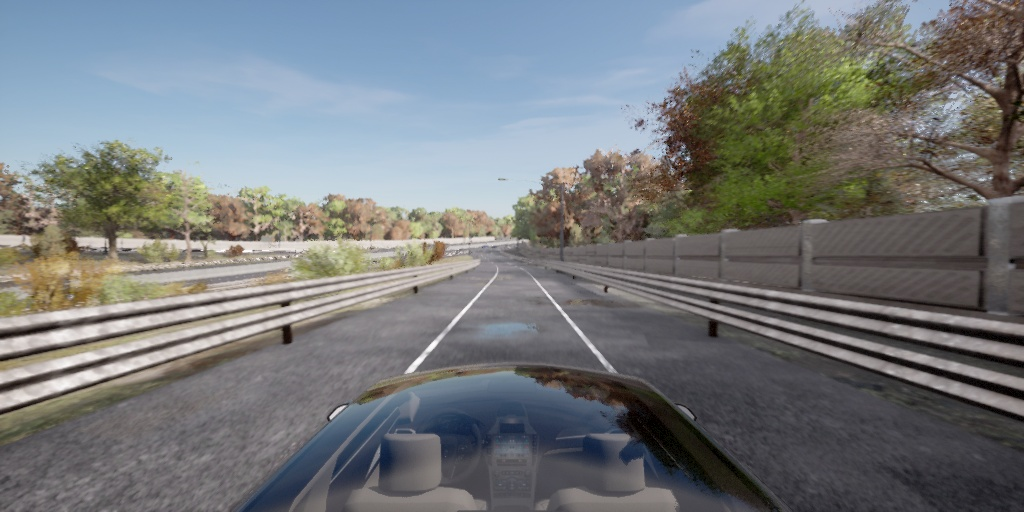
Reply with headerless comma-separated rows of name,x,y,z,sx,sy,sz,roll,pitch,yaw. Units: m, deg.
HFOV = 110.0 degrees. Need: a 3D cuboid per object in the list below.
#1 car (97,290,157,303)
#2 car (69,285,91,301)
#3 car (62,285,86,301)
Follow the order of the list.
car,-41.185,4.222,38.548,1.895,1.301,4.718,1,4,15
car,-44.588,4.111,39.343,1.994,1.385,4.181,1,4,15
car,-47.979,3.987,40.210,1.837,1.490,4.892,1,4,15
